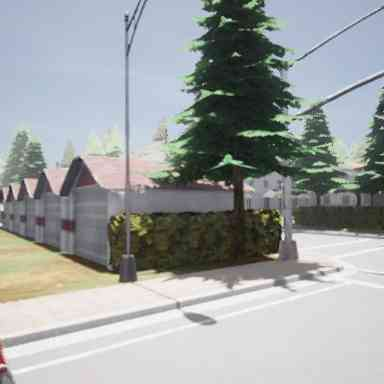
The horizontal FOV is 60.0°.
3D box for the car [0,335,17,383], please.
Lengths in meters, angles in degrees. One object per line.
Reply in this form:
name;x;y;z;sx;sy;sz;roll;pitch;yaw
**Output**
car;-3.364;1.396;1.638;4.553;1.767;2.097;1;-3;-36
